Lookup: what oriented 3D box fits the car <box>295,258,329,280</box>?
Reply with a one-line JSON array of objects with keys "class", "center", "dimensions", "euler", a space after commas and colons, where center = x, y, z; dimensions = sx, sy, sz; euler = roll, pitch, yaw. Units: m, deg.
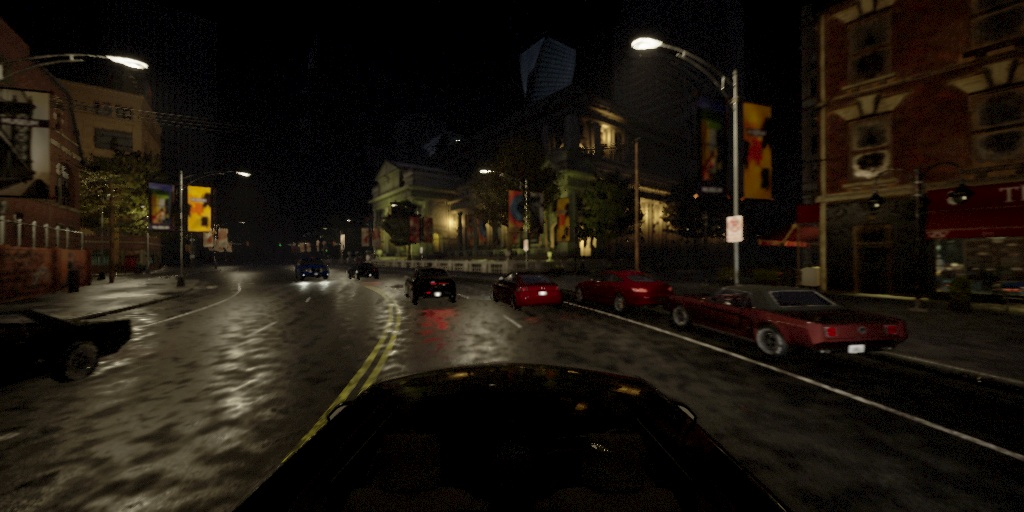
[{"class": "car", "center": [-18.552, 1.192, 33.116], "dimensions": [2.150, 2.045, 5.566], "euler": [0, 0, -37]}]

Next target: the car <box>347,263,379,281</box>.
[{"class": "car", "center": [-13.397, 1.353, 32.196], "dimensions": [1.837, 1.490, 4.892], "euler": [0, 0, -37]}]

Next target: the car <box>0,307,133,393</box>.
[{"class": "car", "center": [-7.693, 1.392, 4.379], "dimensions": [1.895, 1.301, 4.718], "euler": [0, 0, -10]}]

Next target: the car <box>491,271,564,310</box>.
[{"class": "car", "center": [0.491, 1.324, 14.878], "dimensions": [1.994, 1.385, 4.181], "euler": [0, 0, -18]}]

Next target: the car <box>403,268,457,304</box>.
[{"class": "car", "center": [-3.849, 1.289, 16.630], "dimensions": [1.837, 1.490, 4.892], "euler": [0, 0, -21]}]
